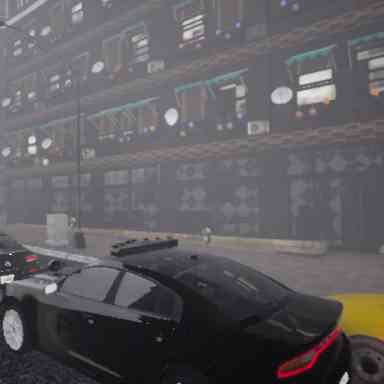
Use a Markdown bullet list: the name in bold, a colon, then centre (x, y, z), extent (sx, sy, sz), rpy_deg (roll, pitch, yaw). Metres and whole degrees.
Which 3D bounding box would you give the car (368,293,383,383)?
- **car**: centre (3.594, 1.567, 3.515), extent (4.829, 1.417, 1.752), rpy_deg (0, -2, 36)

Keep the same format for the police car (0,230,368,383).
- **police car**: centre (-0.735, 1.456, 4.503), extent (5.238, 1.638, 1.930), rpy_deg (0, 0, 36)
